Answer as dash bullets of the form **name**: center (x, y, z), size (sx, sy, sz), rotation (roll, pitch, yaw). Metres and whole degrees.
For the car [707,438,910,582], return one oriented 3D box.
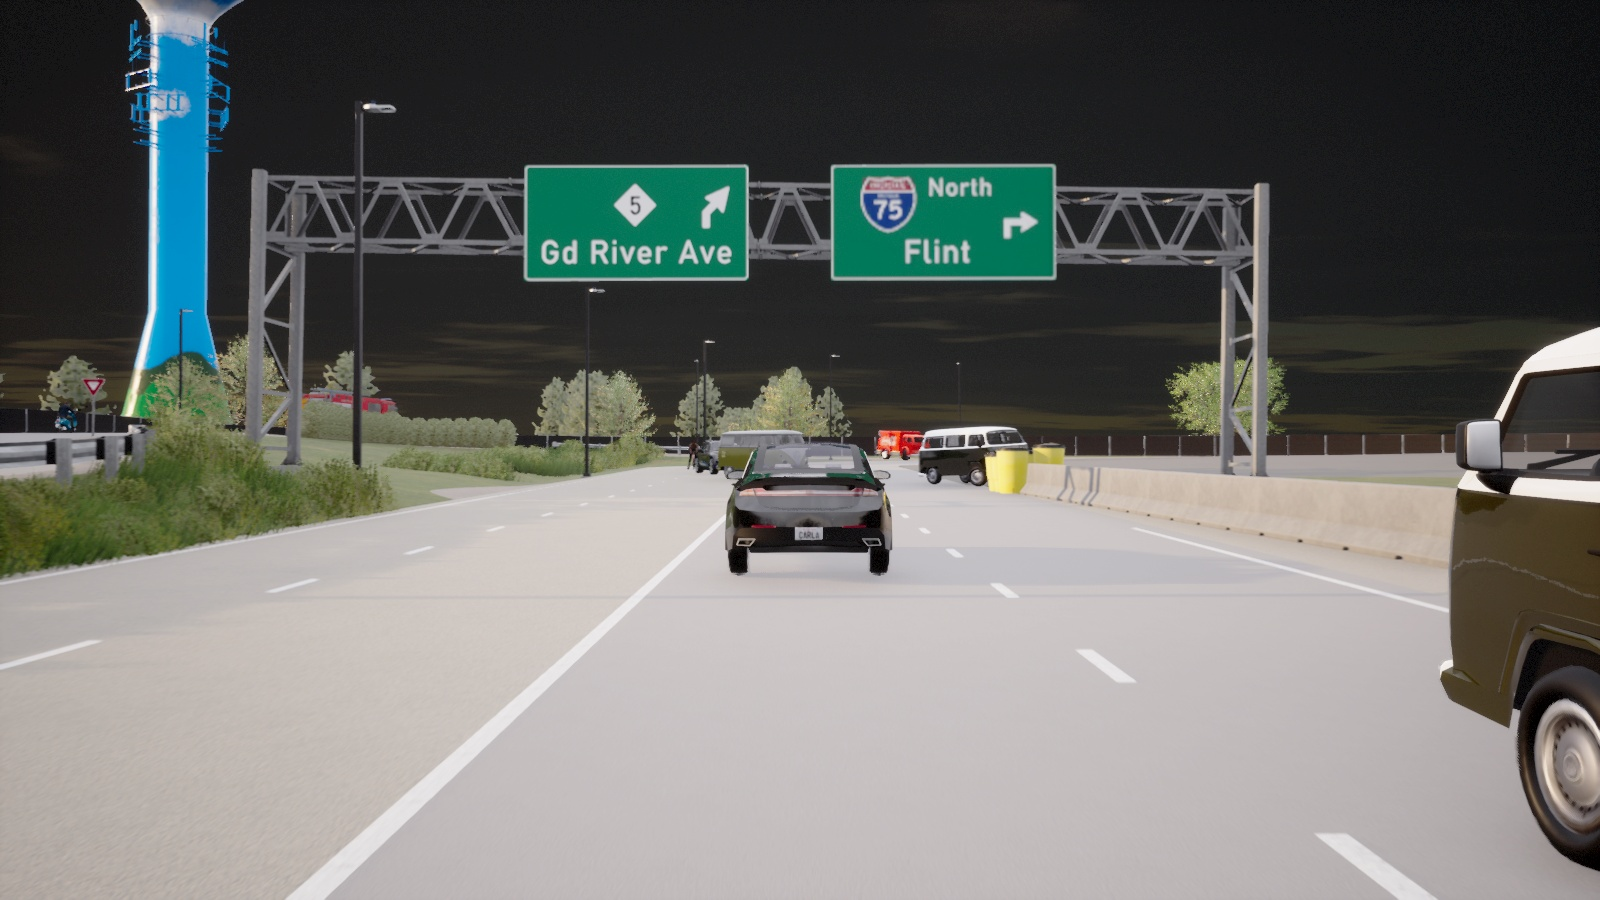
- **car**: center (0.106, 0.614, 15.628), size (2.128, 1.511, 4.902), rotation (0, 0, 0)

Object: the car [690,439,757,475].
- **car**: center (-3.703, 0.312, 59.703), size (2.033, 1.649, 4.856), rotation (0, 0, -18)

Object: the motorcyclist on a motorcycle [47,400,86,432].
- **motorcyclist on a motorcycle**: center (-36.215, -1.679, 62.022), size (0.866, 1.590, 1.817), rotation (0, 1, -1)

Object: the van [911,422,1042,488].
- **van**: center (6.087, 0.218, 43.825), size (2.069, 2.038, 4.480), rotation (-4, 0, -31)

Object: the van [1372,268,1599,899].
- **van**: center (3.535, 0.455, 3.262), size (2.069, 2.038, 4.480), rotation (0, 0, 0)

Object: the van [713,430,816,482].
- **van**: center (-1.463, 0.203, 49.854), size (1.775, 1.987, 4.442), rotation (0, 1, -38)
